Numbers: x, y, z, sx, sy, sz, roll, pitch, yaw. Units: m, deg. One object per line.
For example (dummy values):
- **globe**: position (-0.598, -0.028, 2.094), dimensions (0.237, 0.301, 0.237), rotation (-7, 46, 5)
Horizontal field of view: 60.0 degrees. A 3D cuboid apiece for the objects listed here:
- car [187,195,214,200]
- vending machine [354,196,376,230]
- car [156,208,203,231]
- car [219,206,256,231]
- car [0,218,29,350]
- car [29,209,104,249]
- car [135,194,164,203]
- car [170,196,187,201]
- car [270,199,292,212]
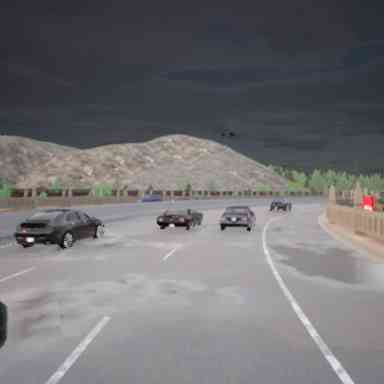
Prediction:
- **car**: position (1.710, 1.093, 53.137), dimensions (2.097, 1.767, 4.553), rotation (0, 0, 32)
- **vending machine**: position (11.049, 1.283, 21.265), dimensions (1.100, 2.100, 0.880), rotation (0, 0, 16)
- **car**: position (-0.605, 1.628, 21.035), dimensions (1.895, 1.301, 4.718), rotation (0, 0, 14)
- **car**: position (2.998, 1.593, 21.163), dimensions (2.033, 1.411, 5.357), rotation (0, 0, 15)
- **car**: position (-3.302, 1.207, 1.582), dimensions (2.150, 2.045, 5.566), rotation (0, 0, 1)
- **car**: position (-5.504, 1.497, 14.481), dimensions (1.837, 1.490, 4.892), rotation (0, 0, 9)
- **car**: position (-6.699, 1.341, 52.756), dimensions (2.150, 2.045, 5.566), rotation (0, 0, 30)
- **car**: position (-1.754, 1.399, 54.206), dimensions (2.128, 1.511, 4.902), rotation (0, 0, 32)
- **car**: position (10.972, 1.619, 40.876), dimensions (1.837, 1.490, 4.892), rotation (0, 0, 28)
